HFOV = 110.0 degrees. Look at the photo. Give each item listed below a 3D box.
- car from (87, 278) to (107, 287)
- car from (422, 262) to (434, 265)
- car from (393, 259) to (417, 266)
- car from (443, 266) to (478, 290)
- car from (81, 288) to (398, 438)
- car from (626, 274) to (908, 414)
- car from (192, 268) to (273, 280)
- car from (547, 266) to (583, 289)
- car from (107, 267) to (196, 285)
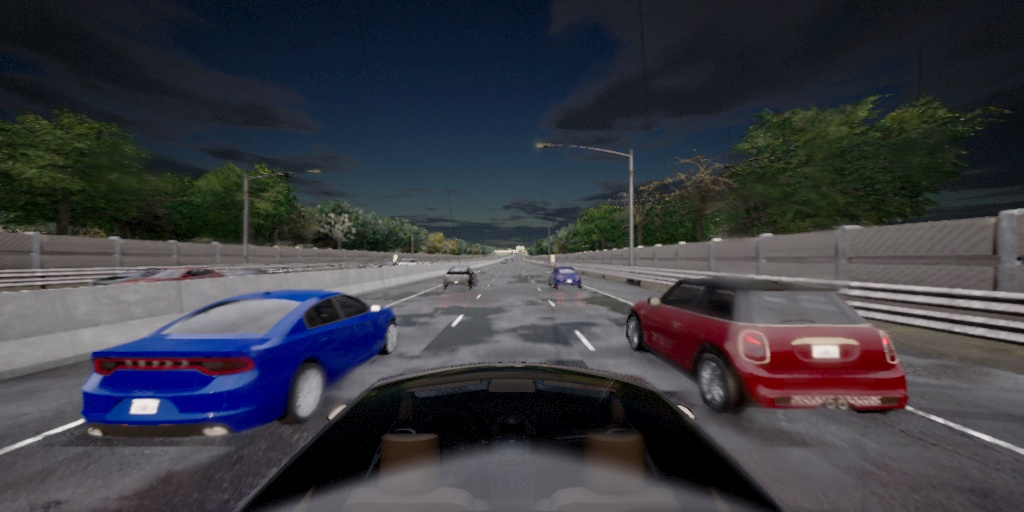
[{"bbox_3d":[-21.077,1.453,20.354,1.994,1.385,4.181,0,0,0],"label":"car"},{"bbox_3d":[-13.979,1.737,59.906,1.812,1.442,4.674,0,-1,1],"label":"car"},{"bbox_3d":[-17.474,1.445,59.866,2.150,2.045,5.566,0,-1,1],"label":"car"},{"bbox_3d":[-3.384,1.406,24.157,2.128,1.511,4.902,0,0,0],"label":"car"},{"bbox_3d":[-3.397,1.257,5.797,1.882,1.535,5.008,0,0,0],"label":"car"},{"bbox_3d":[3.604,1.134,6.238,2.097,1.767,4.553,0,0,0],"label":"car"},{"bbox_3d":[-14.081,1.443,19.120,1.994,1.385,4.181,0,0,0],"label":"car"},{"bbox_3d":[3.617,1.444,24.867,1.812,1.442,4.674,0,0,0],"label":"car"},{"bbox_3d":[-17.581,1.356,19.029,1.882,1.535,5.008,0,0,0],"label":"car"}]
